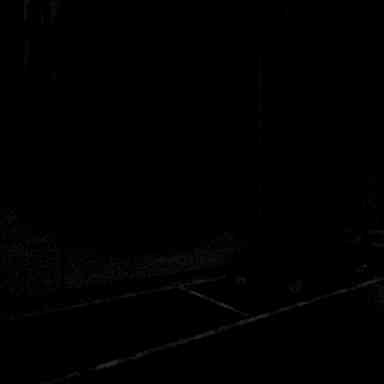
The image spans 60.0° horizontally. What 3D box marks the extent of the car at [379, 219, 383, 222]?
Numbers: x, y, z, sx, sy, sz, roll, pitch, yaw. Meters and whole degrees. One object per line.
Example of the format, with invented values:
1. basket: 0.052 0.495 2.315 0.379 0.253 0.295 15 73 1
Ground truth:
1. car: 7.340 1.574 11.773 4.206 1.307 1.802 0 0 -36

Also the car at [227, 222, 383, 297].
1. car: 2.862 1.561 8.577 4.313 1.339 1.947 0 0 -36
